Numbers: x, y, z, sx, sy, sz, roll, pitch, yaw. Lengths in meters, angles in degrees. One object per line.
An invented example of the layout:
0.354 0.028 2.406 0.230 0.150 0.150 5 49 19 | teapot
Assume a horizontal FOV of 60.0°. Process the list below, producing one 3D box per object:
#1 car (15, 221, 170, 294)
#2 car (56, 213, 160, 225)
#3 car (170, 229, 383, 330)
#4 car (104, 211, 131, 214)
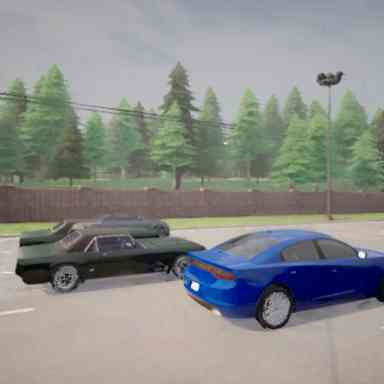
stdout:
-1.965 1.621 8.756 4.718 1.301 1.895 1 0 -26 | car
-3.531 1.621 11.887 4.718 1.301 1.895 1 0 -26 | car
2.268 1.526 6.949 5.008 1.535 1.882 1 0 -26 | car
-3.170 1.605 15.973 4.181 1.385 1.994 1 0 -26 | car
